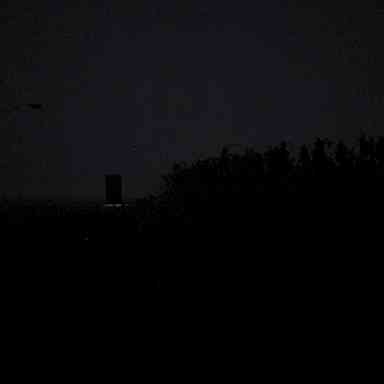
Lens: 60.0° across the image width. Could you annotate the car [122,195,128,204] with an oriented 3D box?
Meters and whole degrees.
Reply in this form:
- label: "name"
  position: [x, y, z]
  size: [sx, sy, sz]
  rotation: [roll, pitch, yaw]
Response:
- label: "car"
  position: [-11.149, 1.160, 52.415]
  size: [2.033, 1.411, 5.357]
  rotation: [-1, 1, -4]
